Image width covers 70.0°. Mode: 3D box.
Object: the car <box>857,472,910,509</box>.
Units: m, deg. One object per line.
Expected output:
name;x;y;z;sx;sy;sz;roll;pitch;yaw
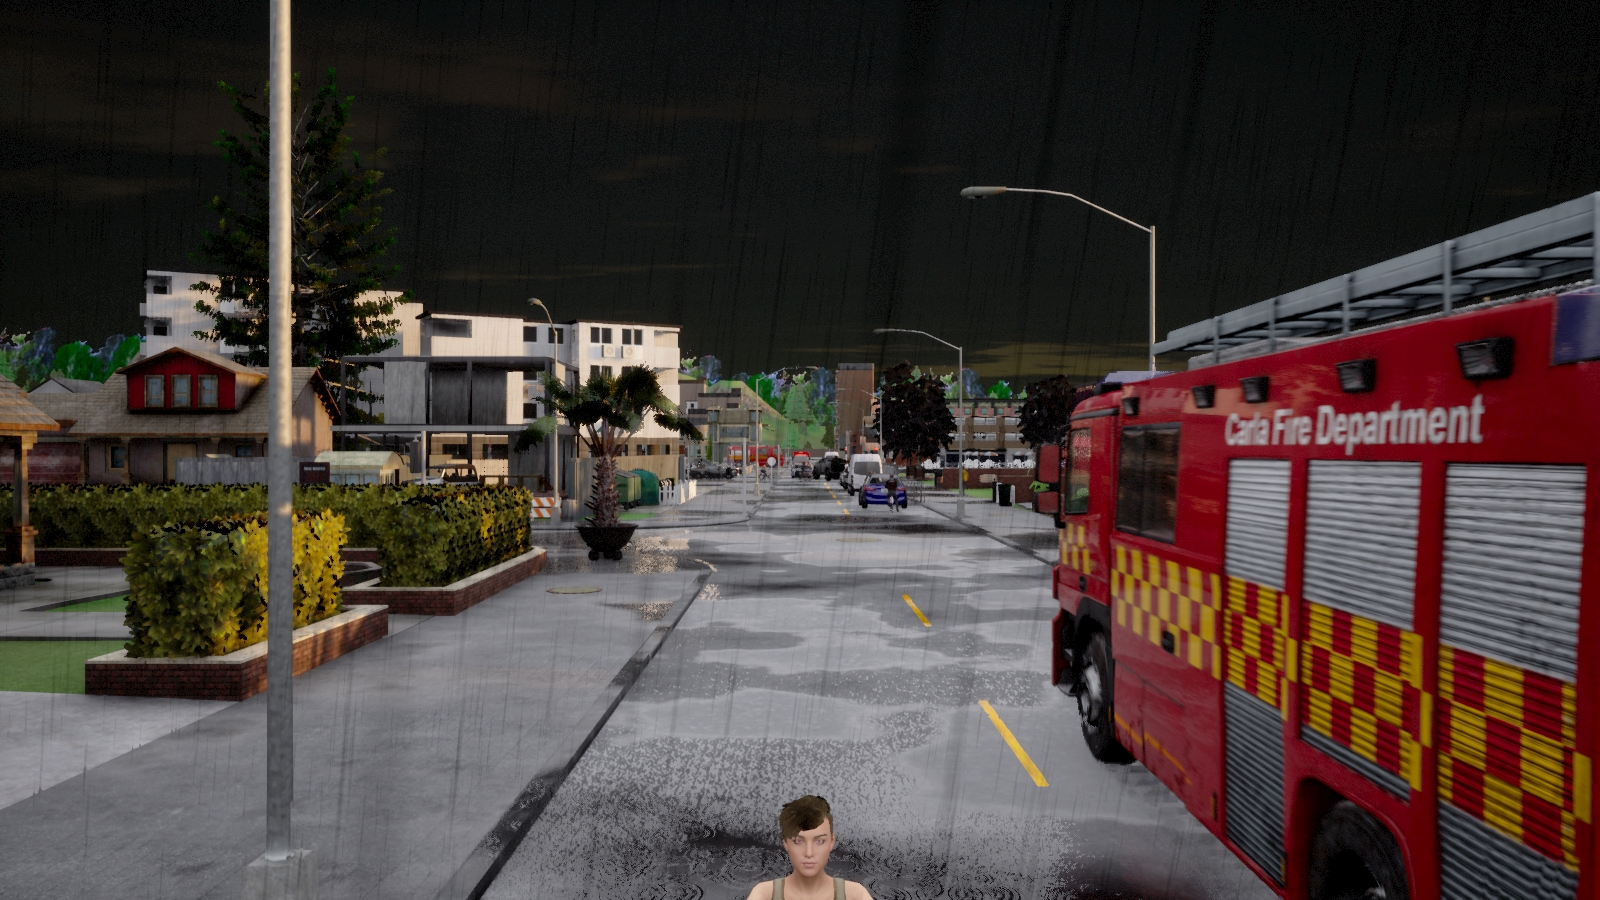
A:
car;4.046;1.967;56.171;2.242;1.667;4.611;0;0;0

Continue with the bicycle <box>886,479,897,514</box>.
bicycle;4.077;2.060;50.936;0.329;1.471;1.835;0;0;0

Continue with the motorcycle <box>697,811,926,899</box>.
motorcycle;0.039;2.155;3.558;0.764;1.307;2.356;0;0;0

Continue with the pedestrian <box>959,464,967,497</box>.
pedestrian;9.300;1.744;65.298;0.375;1.860;0.375;0;0;-1

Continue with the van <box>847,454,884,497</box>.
van;4.045;1.534;71.355;1.988;2.561;5.915;0;0;0

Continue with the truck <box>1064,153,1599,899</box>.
truck;4.236;0.890;8.003;2.891;3.827;8.468;0;0;1
